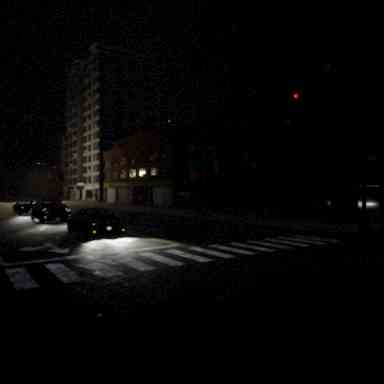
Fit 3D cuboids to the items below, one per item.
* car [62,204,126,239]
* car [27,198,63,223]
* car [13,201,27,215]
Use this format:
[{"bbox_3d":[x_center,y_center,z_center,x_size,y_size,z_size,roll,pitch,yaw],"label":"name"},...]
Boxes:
[{"bbox_3d":[-5.086,1.537,17.442,1.994,1.385,4.181,0,0,-36],"label":"car"},{"bbox_3d":[-10.734,1.312,25.268,2.097,1.767,4.553,0,0,-36],"label":"car"},{"bbox_3d":[-16.643,1.547,33.467,1.895,1.301,4.718,0,0,-36],"label":"car"}]
